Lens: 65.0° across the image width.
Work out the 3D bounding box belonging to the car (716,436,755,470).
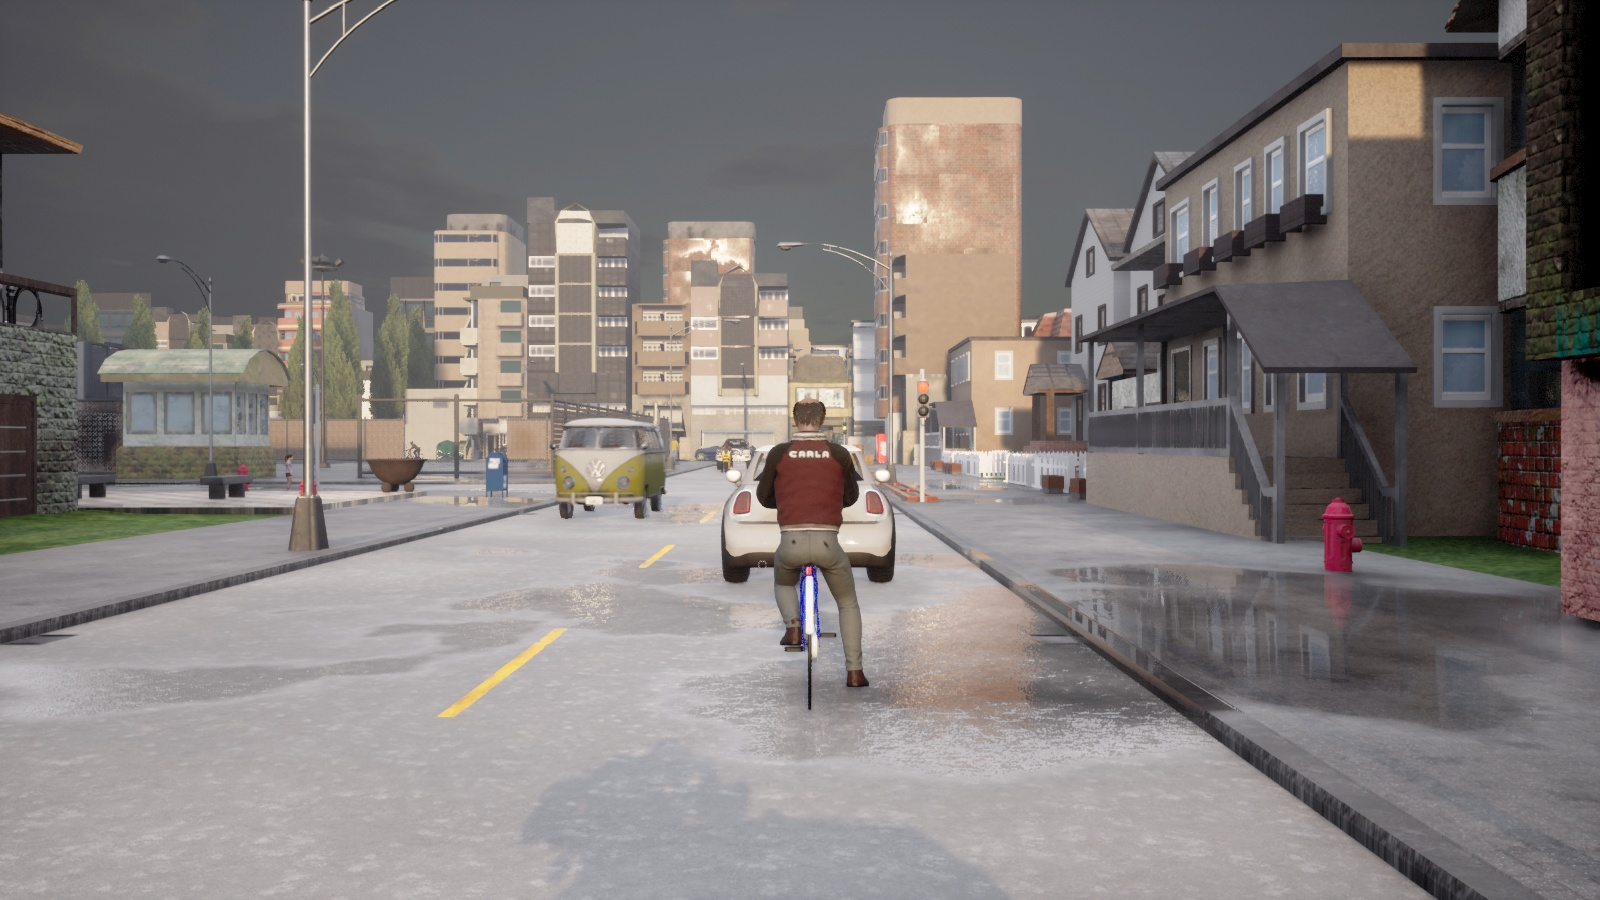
[{"bbox_3d":[-3.610,0.161,70.722,1.932,1.855,4.605,0,0,1],"label":"car"}]

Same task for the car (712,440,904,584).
[{"bbox_3d":[0.093,0.628,14.787,1.970,1.475,3.806,0,0,0],"label":"car"}]

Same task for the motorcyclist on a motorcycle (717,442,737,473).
[{"bbox_3d":[-3.636,0.372,62.667,0.797,1.523,2.044,0,0,2],"label":"motorcyclist on a motorcycle"}]

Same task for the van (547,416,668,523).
[{"bbox_3d":[-3.840,0.351,25.726,1.775,1.987,4.442,0,0,0],"label":"van"}]

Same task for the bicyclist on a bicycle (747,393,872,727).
[{"bbox_3d":[0.056,0.574,7.591,0.659,1.776,1.843,0,1,0],"label":"bicyclist on a bicycle"}]

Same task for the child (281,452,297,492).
[{"bbox_3d":[-14.515,0.621,35.680,0.394,1.110,0.255,0,0,-15],"label":"child"}]
